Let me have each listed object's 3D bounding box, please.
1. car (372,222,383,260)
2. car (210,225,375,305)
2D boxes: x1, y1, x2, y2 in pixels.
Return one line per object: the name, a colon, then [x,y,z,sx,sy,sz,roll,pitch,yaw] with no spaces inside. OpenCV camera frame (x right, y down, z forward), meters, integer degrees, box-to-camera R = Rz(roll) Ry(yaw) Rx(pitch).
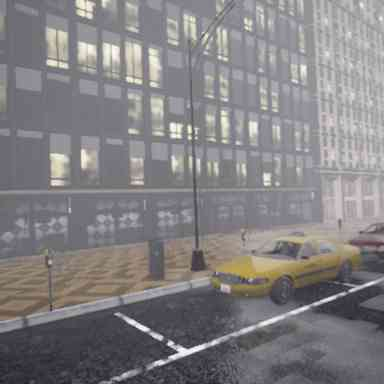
car: [7.278,1.762,12.240,4.206,1.307,1.802,-1,-3,-38]
car: [2.627,1.747,8.671,4.829,1.417,1.752,-1,-3,-38]
